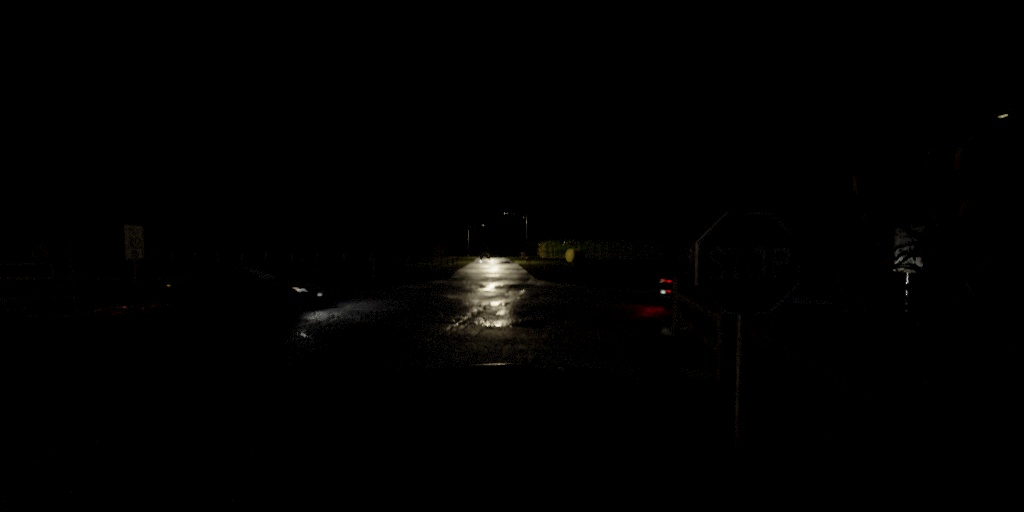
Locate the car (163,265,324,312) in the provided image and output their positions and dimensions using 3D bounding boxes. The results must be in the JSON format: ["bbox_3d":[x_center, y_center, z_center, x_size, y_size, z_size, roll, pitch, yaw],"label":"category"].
[{"bbox_3d":[-8.986,1.041,12.233,4.674,1.442,1.812,0,2,-4],"label":"car"}]

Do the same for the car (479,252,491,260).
[{"bbox_3d":[-4.872,0.012,65.282,1.837,1.490,4.892,0,1,-4],"label":"car"}]

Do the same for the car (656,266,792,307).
[{"bbox_3d":[8.096,1.111,13.774,4.892,1.490,1.837,0,2,-6],"label":"car"}]
